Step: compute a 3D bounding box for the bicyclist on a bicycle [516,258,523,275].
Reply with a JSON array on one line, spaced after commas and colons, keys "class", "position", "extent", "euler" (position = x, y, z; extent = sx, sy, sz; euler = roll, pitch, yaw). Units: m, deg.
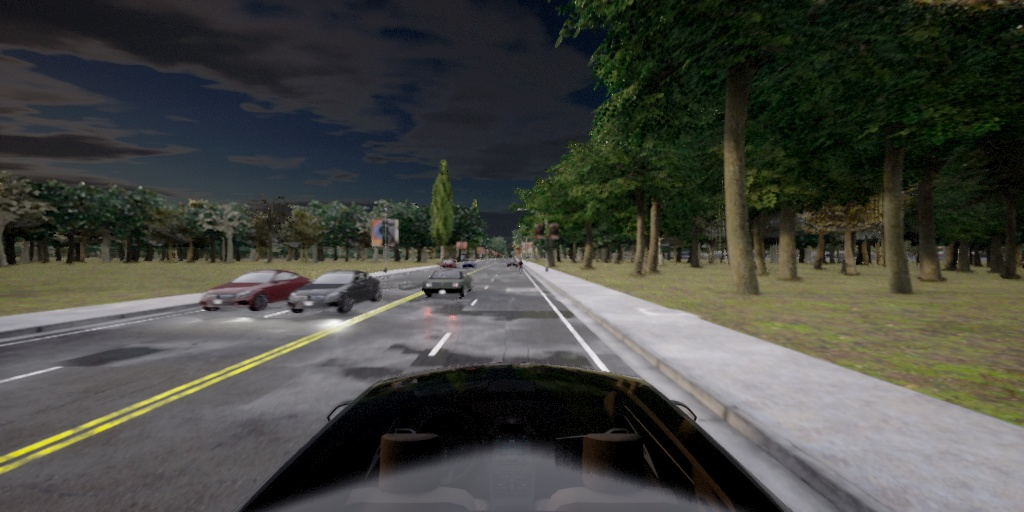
[{"class": "bicyclist on a bicycle", "position": [0.899, 1.132, 37.539], "extent": [0.659, 1.776, 1.843], "euler": [0, 0, 0]}]

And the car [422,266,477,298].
[{"class": "car", "position": [-3.148, 1.354, 18.464], "extent": [1.895, 1.301, 4.718], "euler": [0, 0, 0]}]

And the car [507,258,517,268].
[{"class": "car", "position": [0.009, 1.374, 63.657], "extent": [1.895, 1.301, 4.718], "euler": [0, 0, 0]}]

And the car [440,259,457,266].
[{"class": "car", "position": [-9.800, 1.246, 55.372], "extent": [1.882, 1.535, 5.008], "euler": [0, 0, 0]}]

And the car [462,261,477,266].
[{"class": "car", "position": [-6.548, 1.369, 55.401], "extent": [1.895, 1.301, 4.718], "euler": [0, 0, 1]}]

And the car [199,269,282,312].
[{"class": "car", "position": [-9.854, 1.277, 14.344], "extent": [1.812, 1.442, 4.674], "euler": [0, 0, 0]}]

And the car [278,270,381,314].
[{"class": "car", "position": [-6.597, 1.277, 13.950], "extent": [1.812, 1.442, 4.674], "euler": [0, 0, 0]}]
